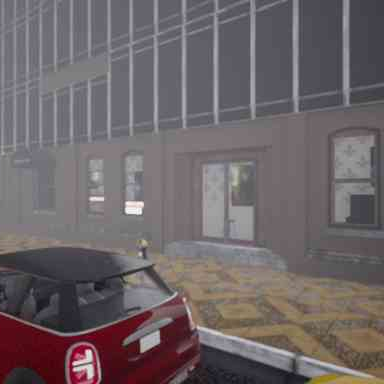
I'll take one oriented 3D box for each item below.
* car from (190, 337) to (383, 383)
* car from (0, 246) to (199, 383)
[{"bbox_3d":[2.475,1.524,1.096,4.829,1.417,1.752,0,0,36],"label":"car"},{"bbox_3d":[-1.971,1.443,4.295,4.097,1.590,1.967,0,0,36],"label":"car"}]
